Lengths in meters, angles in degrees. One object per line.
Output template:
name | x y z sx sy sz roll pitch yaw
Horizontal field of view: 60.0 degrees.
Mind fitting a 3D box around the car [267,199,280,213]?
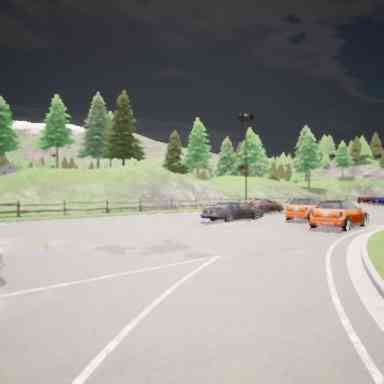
car | 7.158 1.408 32.894 4.674 1.442 1.812 0 0 -41

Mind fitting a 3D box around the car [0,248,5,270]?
car | -7.020 1.202 6.730 5.566 2.045 2.150 -1 1 -41

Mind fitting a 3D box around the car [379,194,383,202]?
car | 38.512 1.071 64.798 5.008 1.535 1.882 0 0 -41

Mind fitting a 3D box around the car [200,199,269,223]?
car | 3.024 1.460 24.686 5.357 1.411 2.033 0 0 -41

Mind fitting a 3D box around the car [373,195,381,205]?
car | 30.498 1.282 53.099 5.008 1.535 1.882 1 -1 -41

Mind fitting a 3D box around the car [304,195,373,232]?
car | 8.952 1.278 20.090 2.097 1.767 4.553 0 0 44

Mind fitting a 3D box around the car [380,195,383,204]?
car | 28.821 1.352 47.018 4.674 1.442 1.812 0 0 -41

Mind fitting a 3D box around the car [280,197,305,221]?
car | 9.118 1.261 25.332 4.553 1.767 2.097 0 0 -41
